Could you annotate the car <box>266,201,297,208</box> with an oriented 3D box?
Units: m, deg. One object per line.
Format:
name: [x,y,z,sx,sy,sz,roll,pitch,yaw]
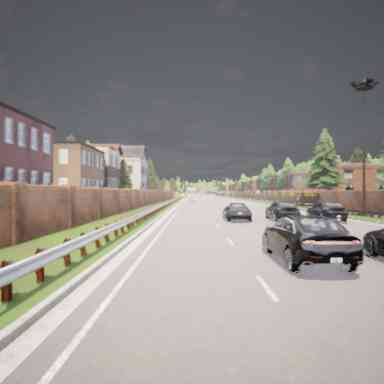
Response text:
car: [7.105,1.514,26.413,1.837,1.490,4.892,0,0,0]

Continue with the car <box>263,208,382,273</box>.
car: [3.602,1.496,10.707,2.128,1.511,4.902,0,0,0]

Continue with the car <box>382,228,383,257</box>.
car: [7.101,1.568,10.280,1.994,1.385,4.181,0,0,0]

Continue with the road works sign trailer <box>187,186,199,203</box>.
road works sign trailer: [0.015,0.490,71.956,2.380,3.560,2.880,0,0,0]

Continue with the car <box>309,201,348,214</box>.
car: [10.605,1.514,26.408,1.837,1.490,4.892,0,0,0]

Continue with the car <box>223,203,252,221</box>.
car: [3.605,1.574,26.945,1.994,1.385,4.181,0,0,0]
